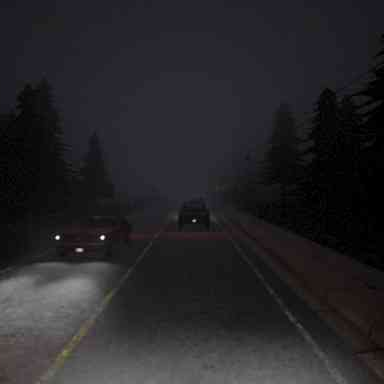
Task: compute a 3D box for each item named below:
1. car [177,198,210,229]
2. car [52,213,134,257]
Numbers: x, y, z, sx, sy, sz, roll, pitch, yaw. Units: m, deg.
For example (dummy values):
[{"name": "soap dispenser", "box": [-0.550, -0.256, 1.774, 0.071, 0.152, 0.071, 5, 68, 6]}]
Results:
[{"name": "car", "box": [0.124, 1.369, 20.720, 2.128, 1.511, 4.902, 0, 0, 0]}, {"name": "car", "box": [-3.567, 1.525, 12.766, 1.895, 1.301, 4.718, 0, 0, 0]}]
